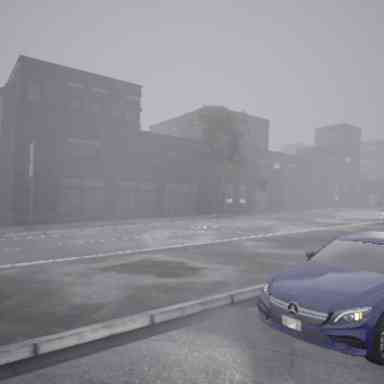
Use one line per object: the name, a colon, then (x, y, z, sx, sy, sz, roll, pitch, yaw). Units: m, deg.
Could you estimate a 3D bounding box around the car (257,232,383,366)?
car: (3.205, 1.491, 5.887, 4.674, 1.442, 1.812, -1, 0, -37)
